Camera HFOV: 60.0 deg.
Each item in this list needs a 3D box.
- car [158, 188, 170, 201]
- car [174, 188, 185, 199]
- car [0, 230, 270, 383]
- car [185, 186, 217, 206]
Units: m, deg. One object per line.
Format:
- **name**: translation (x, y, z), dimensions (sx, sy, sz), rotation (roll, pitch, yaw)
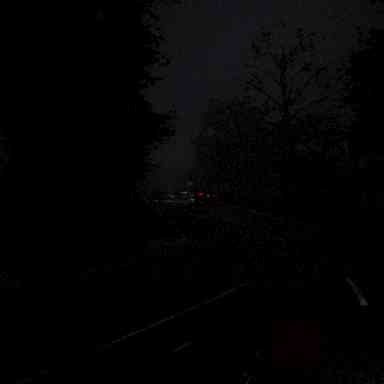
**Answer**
- **car**: translation (-4.034, 0.243, 43.951), dimensions (1.882, 1.535, 5.008), rotation (2, 2, -12)
- **car**: translation (-1.440, 0.241, 48.374), dimensions (2.128, 1.511, 4.902), rotation (2, 1, -12)
- **car**: translation (-1.169, 1.359, 3.029), dimensions (2.097, 1.767, 4.553), rotation (-1, 0, 41)
- **car**: translation (1.112, 0.375, 36.205), dimensions (2.150, 2.045, 5.566), rotation (2, 2, -11)
